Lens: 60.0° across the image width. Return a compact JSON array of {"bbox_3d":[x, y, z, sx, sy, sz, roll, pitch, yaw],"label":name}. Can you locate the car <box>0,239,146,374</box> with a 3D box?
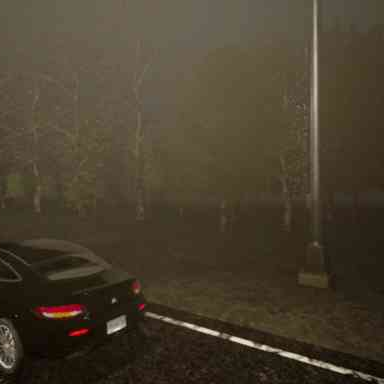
[{"bbox_3d":[-2.832,1.536,5.572,4.674,1.442,1.812,-1,0,36],"label":"car"}]
